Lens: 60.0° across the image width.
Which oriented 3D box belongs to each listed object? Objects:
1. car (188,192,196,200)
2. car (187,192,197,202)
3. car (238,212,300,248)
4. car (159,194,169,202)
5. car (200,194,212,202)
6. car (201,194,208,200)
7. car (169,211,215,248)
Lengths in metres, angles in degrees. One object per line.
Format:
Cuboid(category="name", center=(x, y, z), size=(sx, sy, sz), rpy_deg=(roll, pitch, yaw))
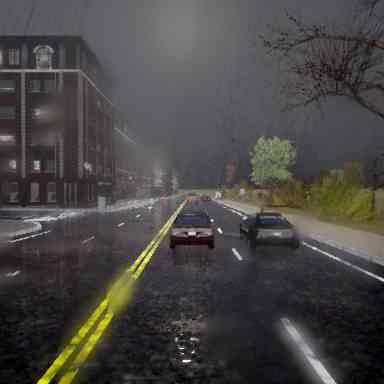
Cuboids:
Cuboid(category="car", center=(0.001, 1.073, 86.150), size=(2.150, 2.045, 5.566), rpy_deg=(0, 0, 0))
Cuboid(category="car", center=(0.002, 1.253, 72.338), size=(2.097, 1.767, 4.553), rpy_deg=(0, 0, 0))
Cuboid(category="car", center=(3.251, 1.572, 14.651), size=(1.994, 1.385, 4.181), rpy_deg=(0, 0, 0))
Cuboid(category="car", center=(-6.499, 1.338, 76.703), size=(2.097, 1.767, 4.553), rpy_deg=(0, 0, 0))
Cuboid(category="car", center=(3.252, 1.468, 72.784), size=(1.994, 1.385, 4.181), rpy_deg=(0, 0, 0))
Cuboid(category="car", center=(3.251, 1.372, 86.120), size=(1.812, 1.442, 4.674), rpy_deg=(0, 0, 0))
Cuboid(category="car", center=(0.001, 1.563, 14.651), size=(2.033, 1.411, 5.357), rpy_deg=(0, 0, 0))
